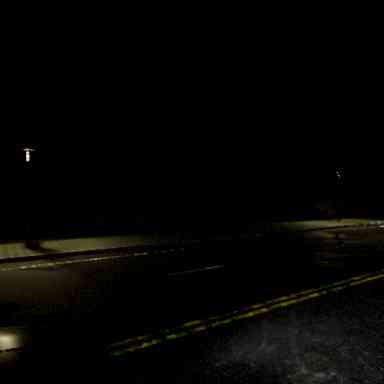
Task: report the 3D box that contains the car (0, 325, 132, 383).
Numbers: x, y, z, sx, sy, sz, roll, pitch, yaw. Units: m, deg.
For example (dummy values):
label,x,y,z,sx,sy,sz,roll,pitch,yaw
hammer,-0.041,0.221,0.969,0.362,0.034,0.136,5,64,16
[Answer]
label,x,y,z,sx,sy,sz,roll,pitch,yaw
car,-2.620,1.485,1.567,4.902,1.511,2.128,0,0,-36
